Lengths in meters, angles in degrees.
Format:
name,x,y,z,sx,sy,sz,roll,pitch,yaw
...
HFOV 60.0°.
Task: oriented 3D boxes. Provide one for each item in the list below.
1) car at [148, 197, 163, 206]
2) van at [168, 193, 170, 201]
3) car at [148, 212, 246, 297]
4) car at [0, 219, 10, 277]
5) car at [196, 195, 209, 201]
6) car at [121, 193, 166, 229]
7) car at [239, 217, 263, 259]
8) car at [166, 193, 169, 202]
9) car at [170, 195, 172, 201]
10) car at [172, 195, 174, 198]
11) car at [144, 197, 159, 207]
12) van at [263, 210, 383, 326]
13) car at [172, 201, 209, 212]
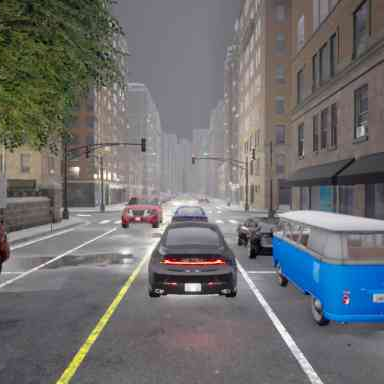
name,x,y,z,sx,sy,sz,roll,pitch,yaw
car,-6.102,1.521,55.825,2.008,1.369,4.403,0,0,0
van,-6.231,1.310,72.177,1.690,1.788,3.998,0,0,0
car,0.009,1.503,8.536,1.837,1.490,4.892,0,0,0
car,-5.717,1.314,6.688,2.192,1.841,5.009,0,0,0
car,2.336,1.409,66.830,1.967,1.590,4.097,0,0,0
car,-3.168,1.213,22.105,2.150,2.045,5.566,0,0,0
car,2.764,1.563,12.455,1.947,1.339,4.313,0,0,0
car,-6.188,1.513,66.727,1.887,1.381,4.507,0,0,0
car,-6.273,1.522,77.628,2.008,1.369,4.403,0,0,0
car,-6.317,1.288,83.079,2.192,1.841,5.009,0,0,0
car,-6.058,1.497,50.205,1.752,1.417,4.829,0,0,0
van,2.808,1.340,6.795,1.690,1.788,3.998,0,0,0
car,-0.104,1.472,18.032,1.882,1.535,5.008,0,0,0
